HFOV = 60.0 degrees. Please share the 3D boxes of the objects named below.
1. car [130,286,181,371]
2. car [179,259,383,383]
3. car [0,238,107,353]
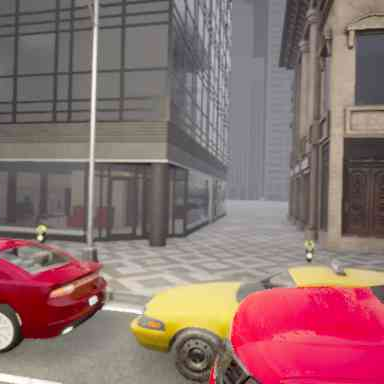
[{"bbox_3d":[1.628,1.596,4.428,4.829,1.417,1.752,2,0,12],"label":"car"},{"bbox_3d":[2.880,1.328,2.261,5.566,2.045,2.150,2,0,12],"label":"car"},{"bbox_3d":[-3.687,1.455,5.545,4.507,1.381,1.887,2,0,12],"label":"car"}]
